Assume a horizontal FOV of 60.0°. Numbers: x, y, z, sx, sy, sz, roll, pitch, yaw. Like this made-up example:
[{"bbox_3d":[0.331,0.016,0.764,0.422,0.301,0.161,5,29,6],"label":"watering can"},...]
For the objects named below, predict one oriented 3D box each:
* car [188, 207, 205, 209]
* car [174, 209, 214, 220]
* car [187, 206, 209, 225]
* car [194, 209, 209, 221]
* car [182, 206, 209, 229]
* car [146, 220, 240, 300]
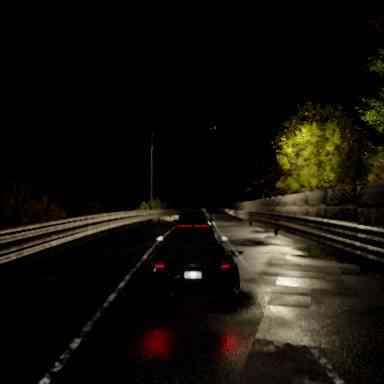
[{"bbox_3d":[0.189,1.984,22.798,2.128,1.511,4.902,0,-2,1],"label":"car"},{"bbox_3d":[0.075,1.774,16.900,1.837,1.490,4.892,0,-3,1],"label":"car"},{"bbox_3d":[0.701,2.389,34.390,2.097,1.767,4.553,0,-3,3],"label":"car"},{"bbox_3d":[1.306,3.019,44.880,1.882,1.535,5.008,0,-2,4],"label":"car"},{"bbox_3d":[0.362,2.106,28.493,2.097,1.767,4.553,0,-3,2],"label":"car"},{"bbox_3d":[0.013,1.635,8.532,1.994,1.385,4.181,0,-1,0],"label":"car"}]
